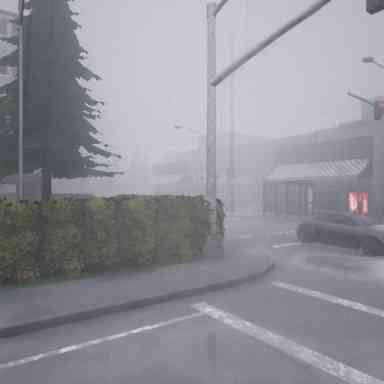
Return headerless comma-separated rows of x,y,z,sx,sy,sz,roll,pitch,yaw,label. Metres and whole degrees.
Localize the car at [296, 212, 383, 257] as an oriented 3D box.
6.175,1.497,12.849,1.994,1.385,4.181,0,3,-35,car
